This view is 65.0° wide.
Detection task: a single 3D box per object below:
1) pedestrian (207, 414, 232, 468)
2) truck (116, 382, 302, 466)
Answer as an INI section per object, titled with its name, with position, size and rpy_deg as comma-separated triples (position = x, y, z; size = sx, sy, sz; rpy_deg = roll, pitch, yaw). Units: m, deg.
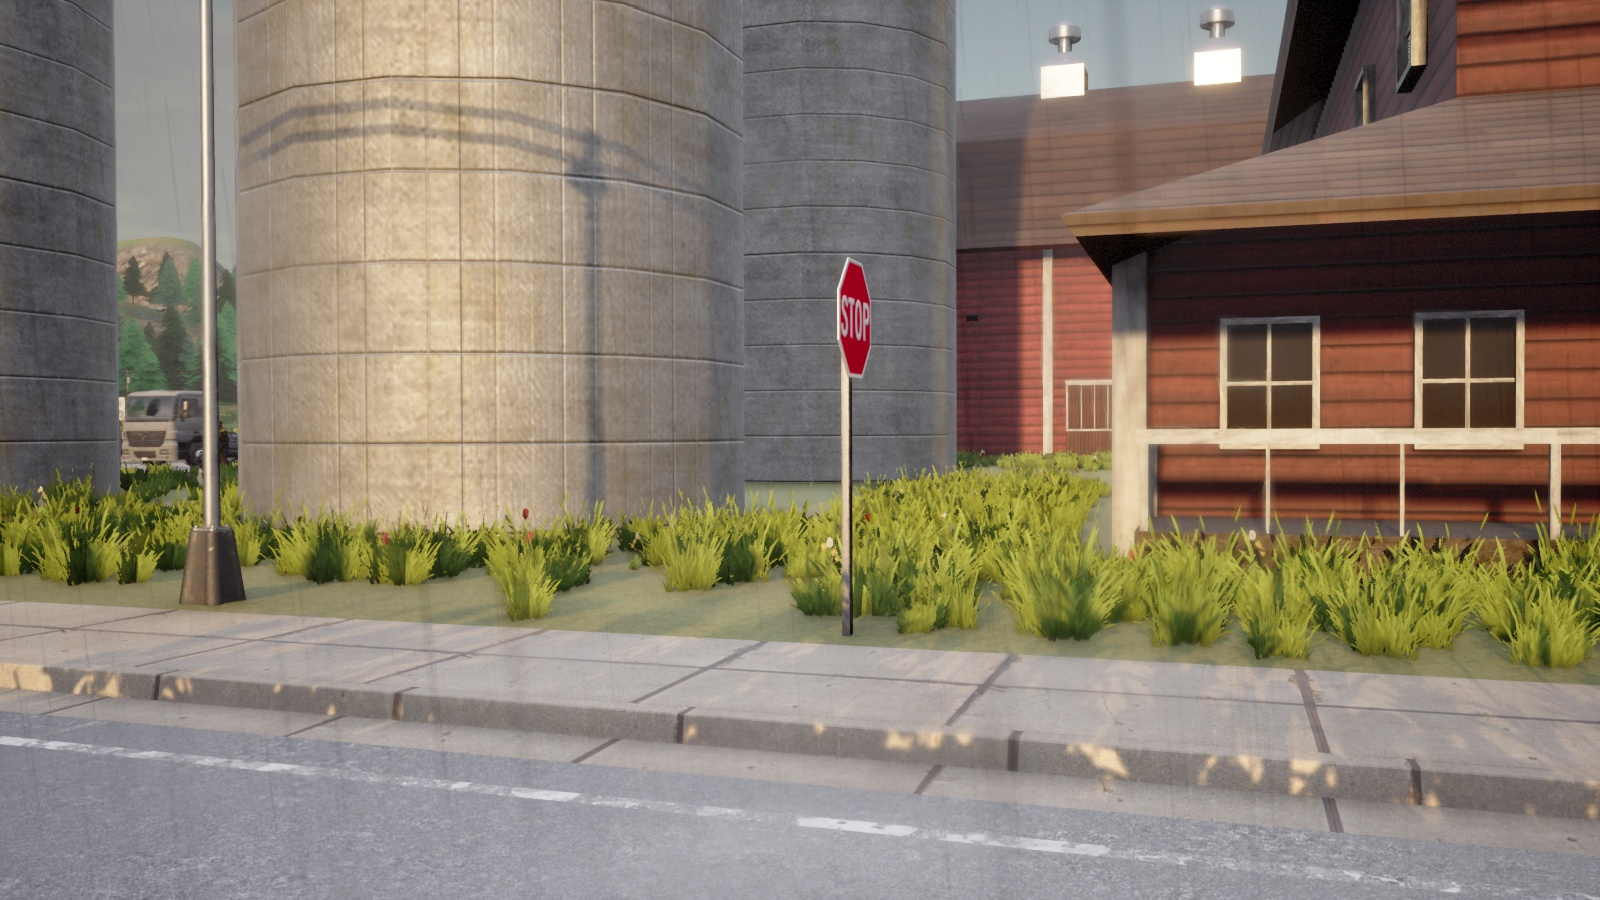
[pedestrian]
position = -20.809, -0.318, 45.005
size = 0.395, 1.930, 0.692
rpy_deg = 1, 1, 31
[truck]
position = -26.227, -1.154, 56.226
size = 2.891, 3.462, 7.936
rpy_deg = 1, 1, 18
